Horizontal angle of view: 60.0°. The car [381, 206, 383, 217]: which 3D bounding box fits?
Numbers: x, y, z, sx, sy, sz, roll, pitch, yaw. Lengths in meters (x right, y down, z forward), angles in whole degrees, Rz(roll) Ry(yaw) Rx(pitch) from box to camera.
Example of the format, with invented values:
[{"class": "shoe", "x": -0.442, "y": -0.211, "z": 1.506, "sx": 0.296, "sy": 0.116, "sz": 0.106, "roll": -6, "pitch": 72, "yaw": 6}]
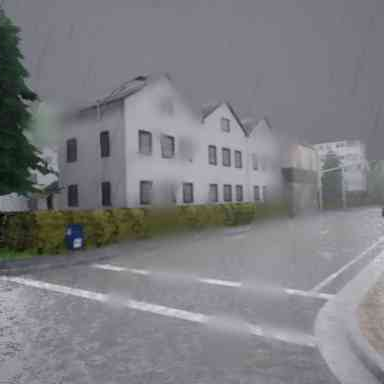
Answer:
[{"class": "car", "x": 20.670, "y": 1.779, "z": 34.027, "sx": 1.812, "sy": 1.442, "sz": 4.674, "roll": -3, "pitch": -2, "yaw": 37}]
